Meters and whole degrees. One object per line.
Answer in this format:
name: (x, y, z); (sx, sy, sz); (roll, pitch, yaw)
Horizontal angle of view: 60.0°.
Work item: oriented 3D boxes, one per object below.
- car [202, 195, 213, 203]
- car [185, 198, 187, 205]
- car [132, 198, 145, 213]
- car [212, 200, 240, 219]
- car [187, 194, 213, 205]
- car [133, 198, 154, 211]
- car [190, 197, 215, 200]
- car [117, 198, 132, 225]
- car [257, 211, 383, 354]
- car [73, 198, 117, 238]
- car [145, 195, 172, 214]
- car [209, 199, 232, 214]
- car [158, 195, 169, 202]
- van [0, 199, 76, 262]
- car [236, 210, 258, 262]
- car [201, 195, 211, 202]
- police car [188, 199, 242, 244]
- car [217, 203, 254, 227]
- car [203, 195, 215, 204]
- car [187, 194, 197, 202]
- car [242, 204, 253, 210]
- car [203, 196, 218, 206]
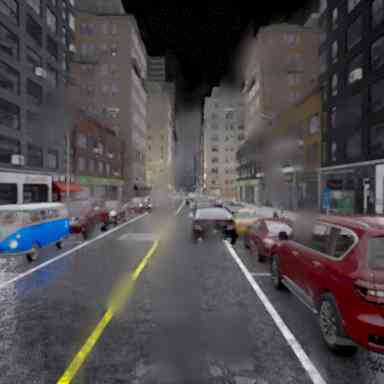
car: (2.830, 1.309, 61.894); (1.947, 1.339, 4.313); (-1, 0, 0)
car: (-0.032, 1.295, 51.727); (1.837, 1.490, 4.892); (0, 0, 0)
car: (-5.699, 1.306, 33.959); (1.967, 1.590, 4.097); (-1, 0, 0)
car: (2.842, 1.455, 28.379); (1.947, 1.339, 4.313); (-1, 0, 0)
car: (0.815, 1.229, 31.395); (2.097, 1.767, 4.553); (0, 0, -1)
car: (-5.701, 1.425, 39.545); (1.802, 1.307, 4.206); (-1, 0, 0)
car: (0.883, 1.407, 25.433); (1.837, 1.490, 4.892); (0, 0, 0)
car: (-5.692, 1.351, 22.788); (1.967, 1.590, 4.097); (-1, 0, 0)
car: (2.847, 1.292, 6.035); (2.192, 1.841, 5.009); (-1, 0, 0)
car: (-5.691, 1.249, 17.202); (2.192, 1.841, 5.009); (-1, 0, 0)
car: (-3.115, 1.222, 33.232); (2.097, 1.767, 4.553); (0, 0, 0)
car: (2.840, 1.418, 33.965); (2.008, 1.369, 4.403); (-1, 0, 0)
car: (-5.718, 1.261, 67.473); (1.887, 1.381, 4.507); (-1, 0, 0)
van: (-5.687, 1.296, 11.616); (1.690, 1.788, 3.998); (-1, 0, 0)
car: (2.848, 1.538, 11.621); (1.802, 1.307, 4.206); (-1, 0, 0)
car: (2.827, 1.299, 67.480); (1.802, 1.307, 4.206); (-1, 0, 0)
police car: (0.889, 1.366, 15.543); (1.930, 1.638, 5.238); (0, 0, 0)
car: (2.844, 1.478, 22.793); (1.947, 1.339, 4.313); (-1, 0, 0)
car: (2.831, 1.294, 56.478); (1.752, 1.417, 4.829); (-1, 0, 0)
car: (-0.042, 1.187, 66.610); (1.882, 1.535, 5.008); (0, 0, 0)
car: (2.845, 1.459, 17.377); (1.752, 1.417, 4.829); (-1, 0, 0)
car: (2.834, 1.346, 50.722); (2.008, 1.369, 4.403); (-1, 0, 0)
